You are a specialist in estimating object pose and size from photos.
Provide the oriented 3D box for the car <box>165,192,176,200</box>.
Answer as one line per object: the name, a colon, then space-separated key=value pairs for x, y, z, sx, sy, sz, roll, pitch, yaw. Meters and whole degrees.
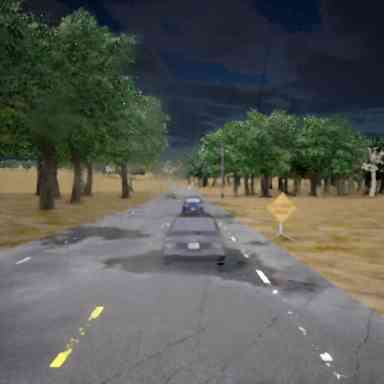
car: x=-3.755 y=0.645 z=58.682 sx=2.033 sy=1.411 sz=5.357 roll=0 pitch=1 yaw=0

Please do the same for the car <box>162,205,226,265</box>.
car: x=0.075 y=1.403 z=11.106 sx=2.033 sy=1.411 sz=5.357 roll=0 pitch=1 yaw=1

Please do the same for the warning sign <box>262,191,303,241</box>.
warning sign: x=3.643 y=0.939 z=13.555 sx=1.300 sy=1.860 sz=1.060 roll=2 pitch=3 yaw=0

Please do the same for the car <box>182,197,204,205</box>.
car: x=0.091 y=1.137 z=29.015 sx=1.812 sy=1.442 sz=4.674 roll=0 pitch=1 yaw=0
